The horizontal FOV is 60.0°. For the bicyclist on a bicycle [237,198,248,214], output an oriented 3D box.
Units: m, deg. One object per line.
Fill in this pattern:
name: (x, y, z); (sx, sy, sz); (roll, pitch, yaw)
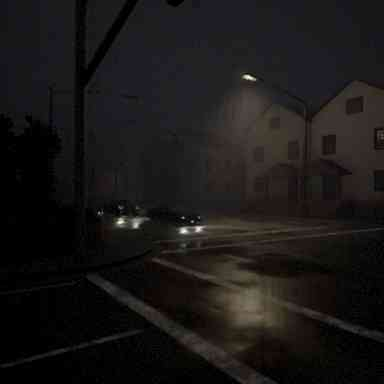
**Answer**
bicyclist on a bicycle: (5.219, 1.466, 34.329); (1.656, 1.620, 0.582); (0, 0, -35)

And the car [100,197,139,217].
car: (-6.959, 1.440, 32.528); (2.097, 1.767, 4.553); (0, 0, -35)

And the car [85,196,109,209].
car: (-14.019, 1.464, 48.913); (2.097, 1.767, 4.553); (0, 0, -35)

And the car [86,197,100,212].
car: (-12.658, 1.614, 40.610); (1.812, 1.442, 4.674); (0, 0, -35)

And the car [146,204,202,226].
car: (-1.496, 1.636, 24.798); (2.033, 1.411, 5.357); (0, 0, -35)
